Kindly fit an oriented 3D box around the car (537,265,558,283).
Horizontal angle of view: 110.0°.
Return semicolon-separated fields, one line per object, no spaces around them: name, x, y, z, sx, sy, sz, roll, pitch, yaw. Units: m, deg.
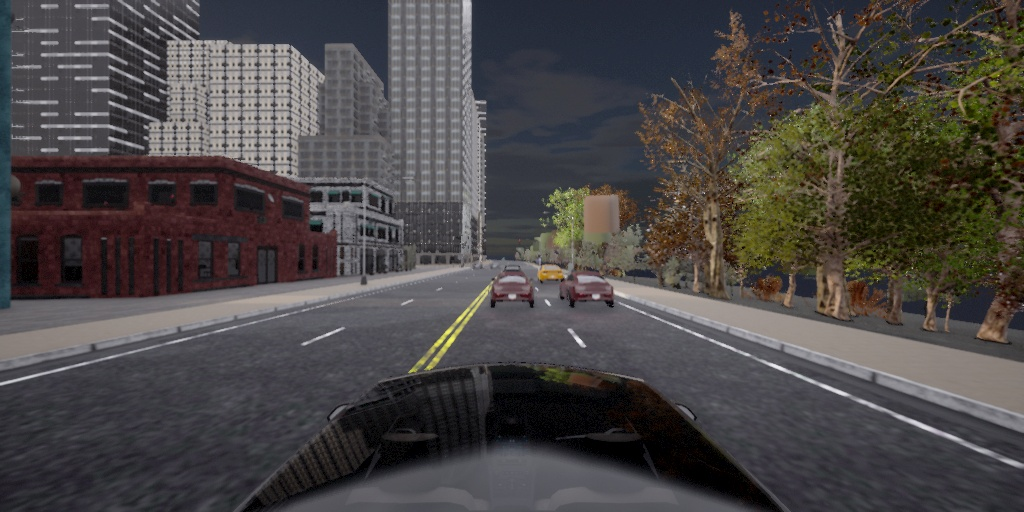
car;3.290;1.517;31.317;1.882;1.535;5.008;0;0;0

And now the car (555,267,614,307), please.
car;3.271;1.417;16.202;1.812;1.442;4.674;0;0;0

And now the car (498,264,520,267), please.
car;0.039;1.546;31.134;1.837;1.490;4.892;0;0;0

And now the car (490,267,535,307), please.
car;0.021;1.417;16.211;1.812;1.442;4.674;0;0;0
